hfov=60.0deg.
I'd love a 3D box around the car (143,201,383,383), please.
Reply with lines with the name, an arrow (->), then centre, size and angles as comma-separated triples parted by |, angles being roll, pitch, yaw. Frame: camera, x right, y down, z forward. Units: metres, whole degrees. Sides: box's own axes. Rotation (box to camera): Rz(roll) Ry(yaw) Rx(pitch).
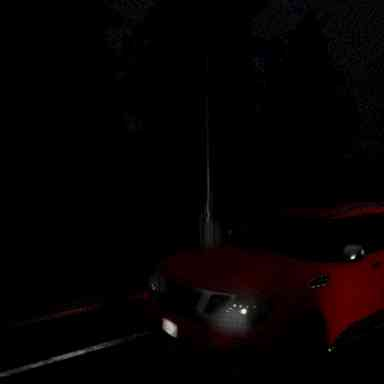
car -> 1.975, 1.207, 5.456 | 5.566, 2.045, 2.150 | 0, 0, -36
